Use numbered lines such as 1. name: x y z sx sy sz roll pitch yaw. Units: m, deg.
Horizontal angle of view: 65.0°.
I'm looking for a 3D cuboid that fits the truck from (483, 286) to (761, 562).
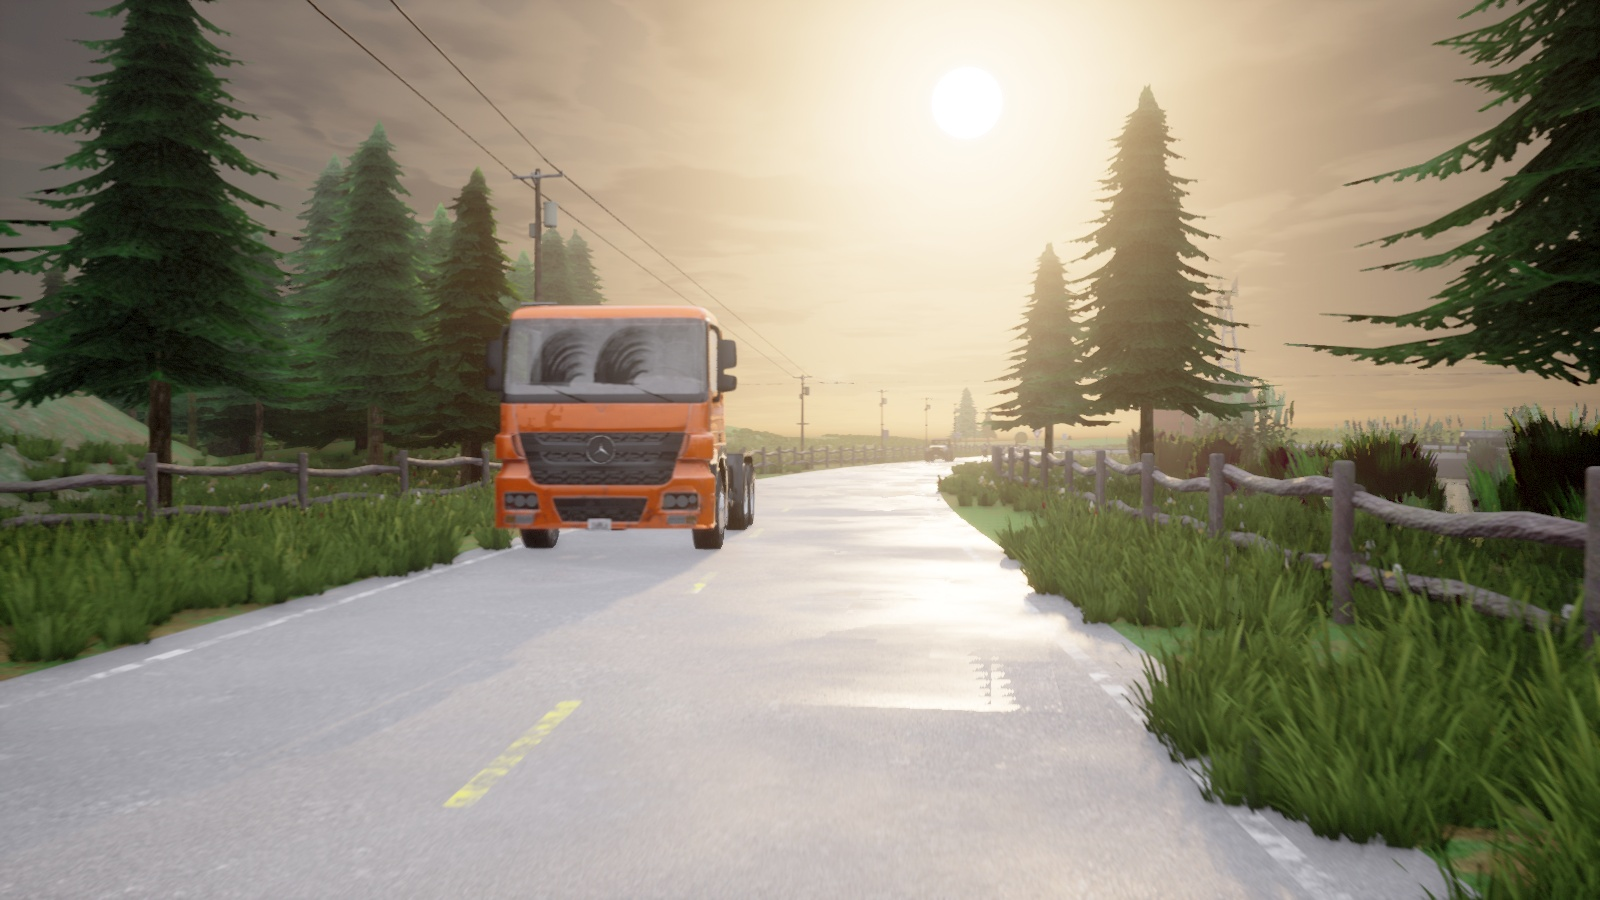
1. truck: -2.374 -0.350 19.800 2.891 3.462 7.936 0 0 3
